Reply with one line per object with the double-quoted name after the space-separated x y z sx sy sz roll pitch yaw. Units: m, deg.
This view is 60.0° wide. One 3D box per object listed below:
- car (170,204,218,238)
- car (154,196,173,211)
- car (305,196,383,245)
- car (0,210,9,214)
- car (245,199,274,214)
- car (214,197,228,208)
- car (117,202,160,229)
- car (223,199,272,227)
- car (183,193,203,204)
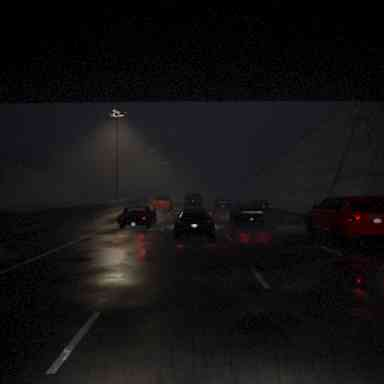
0.110 1.525 17.429 1.994 1.385 4.181 0 0 0 "car"
-3.363 1.263 39.462 2.097 1.767 4.553 0 0 0 "car"
7.108 1.186 15.421 2.150 2.045 5.566 0 0 0 "car"
-14.084 1.552 21.675 1.895 1.301 4.718 0 0 0 "car"
7.132 1.467 35.625 2.033 1.411 5.357 0 0 0 "car"
3.638 1.400 40.487 2.128 1.511 4.902 0 0 0 "car"
-3.385 1.553 21.397 1.895 1.301 4.718 0 0 0 "car"
3.616 1.440 22.550 2.128 1.511 4.902 0 0 0 "car"
0.137 1.131 40.039 2.150 2.045 5.566 0 0 0 "car"
